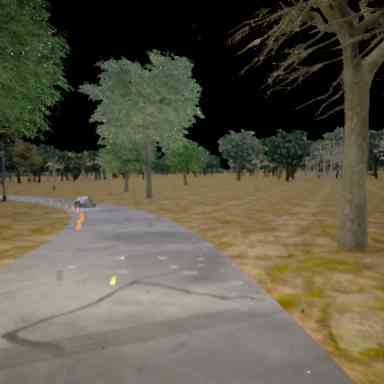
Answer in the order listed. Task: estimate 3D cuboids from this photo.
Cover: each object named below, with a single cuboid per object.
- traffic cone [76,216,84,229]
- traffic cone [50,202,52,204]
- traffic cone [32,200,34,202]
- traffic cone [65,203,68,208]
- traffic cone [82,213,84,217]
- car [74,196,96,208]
[{"bbox_3d":[-6.829,1.922,20.145,0.340,0.580,0.340,-1,1,-14],"label":"traffic cone"},{"bbox_3d":[-21.434,1.554,50.537,0.340,0.580,0.340,-3,3,-37],"label":"traffic cone"},{"bbox_3d":[-27.695,1.360,57.926,0.340,0.580,0.340,-3,3,-43],"label":"traffic cone"},{"bbox_3d":[-16.047,1.711,42.484,0.340,0.580,0.340,-2,2,-31],"label":"traffic cone"},{"bbox_3d":[-8.161,1.896,24.810,0.340,0.580,0.340,-1,1,-18],"label":"traffic cone"},{"bbox_3d":[-13.639,1.237,42.375,1.812,1.442,4.674,-2,2,-30],"label":"car"}]
